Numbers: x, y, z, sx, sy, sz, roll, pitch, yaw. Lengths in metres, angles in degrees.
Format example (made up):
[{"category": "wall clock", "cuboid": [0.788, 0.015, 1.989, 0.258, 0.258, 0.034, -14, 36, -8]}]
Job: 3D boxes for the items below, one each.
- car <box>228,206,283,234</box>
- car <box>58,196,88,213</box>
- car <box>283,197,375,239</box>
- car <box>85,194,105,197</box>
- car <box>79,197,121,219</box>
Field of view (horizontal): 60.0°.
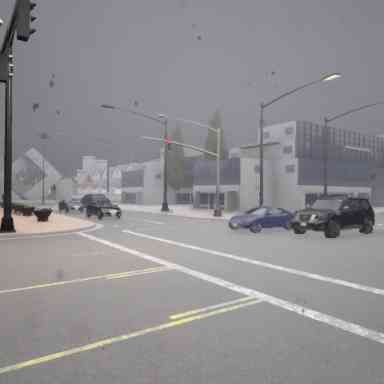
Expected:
[{"category": "car", "cuboid": [4.296, 1.594, 19.969, 4.674, 1.442, 1.812, 0, 0, -36]}, {"category": "car", "cuboid": [-13.651, 1.499, 37.373, 2.128, 1.511, 4.902, 1, 0, -35]}, {"category": "car", "cuboid": [7.805, 1.303, 18.177, 5.566, 2.045, 2.150, 1, -1, -36]}, {"category": "car", "cuboid": [-12.696, 1.262, 42.362, 2.150, 2.045, 5.566, 1, 0, -35]}, {"category": "car", "cuboid": [-7.749, 1.501, 28.899, 2.128, 1.511, 4.902, 1, 0, -35]}]
